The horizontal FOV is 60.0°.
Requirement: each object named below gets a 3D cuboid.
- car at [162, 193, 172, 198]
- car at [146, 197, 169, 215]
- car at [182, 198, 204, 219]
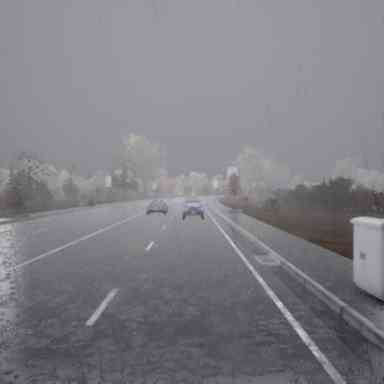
[{"bbox_3d":[-5.879,0.950,79.412,2.097,1.767,4.553,0,0,4],"label":"car"},{"bbox_3d":[-3.488,1.555,34.257,1.994,1.385,4.181,0,0,0],"label":"car"},{"bbox_3d":[0.106,1.519,29.277,1.812,1.442,4.674,0,0,0],"label":"car"}]
